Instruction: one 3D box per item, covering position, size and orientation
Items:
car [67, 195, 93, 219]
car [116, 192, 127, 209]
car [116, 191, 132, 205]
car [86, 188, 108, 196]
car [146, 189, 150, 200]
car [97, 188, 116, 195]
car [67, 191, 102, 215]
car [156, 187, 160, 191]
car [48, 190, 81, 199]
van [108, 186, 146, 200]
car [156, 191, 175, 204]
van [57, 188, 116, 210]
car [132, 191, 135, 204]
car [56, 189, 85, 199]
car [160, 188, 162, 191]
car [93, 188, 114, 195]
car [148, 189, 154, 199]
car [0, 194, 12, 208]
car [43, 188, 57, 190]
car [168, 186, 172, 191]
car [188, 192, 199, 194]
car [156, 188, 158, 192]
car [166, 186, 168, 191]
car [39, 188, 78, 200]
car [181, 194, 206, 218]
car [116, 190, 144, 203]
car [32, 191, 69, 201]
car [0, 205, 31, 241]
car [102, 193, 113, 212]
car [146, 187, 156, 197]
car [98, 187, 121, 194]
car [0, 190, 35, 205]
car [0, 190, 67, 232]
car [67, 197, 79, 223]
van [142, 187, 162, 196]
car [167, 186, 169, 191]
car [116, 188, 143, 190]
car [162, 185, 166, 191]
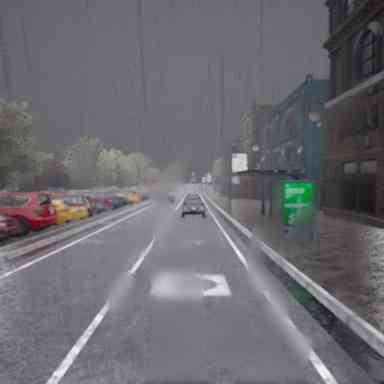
[{"bbox_3d":[-9.751,1.218,22.191,5.366,1.575,1.946,0,1,0],"label":"car"},{"bbox_3d":[-9.477,1.004,33.320,5.008,1.535,2.097,0,1,0],"label":"car"},{"bbox_3d":[-9.442,0.949,36.103,5.008,1.535,2.097,0,1,0],"label":"car"},{"bbox_3d":[-22.141,-0.063,77.946,4.553,1.767,2.185,0,1,0],"label":"car"},{"bbox_3d":[-9.300,0.695,50.017,4.792,1.488,2.163,0,1,0],"label":"car"},{"bbox_3d":[-22.134,-0.243,86.174,4.553,1.767,2.185,0,1,0],"label":"car"},{"bbox_3d":[-9.512,1.045,24.844,4.553,1.767,2.185,0,1,0],"label":"car"},{"bbox_3d":[-9.397,0.367,63.931,5.366,1.575,1.946,0,1,0],"label":"car"},{"bbox_3d":[-22.344,0.487,58.460,4.892,1.521,2.231,0,1,0],"label":"car"},{"bbox_3d":[-9.236,0.499,47.165,4.442,1.987,1.878,0,1,0],"label":"van"},{"bbox_3d":[-3.259,0.877,43.781,1.895,1.301,4.718,0,1,0],"label":"car"},{"bbox_3d":[-9.611,0.833,30.534,4.442,1.987,1.878,0,1,0],"label":"van"},{"bbox_3d":[-9.426,0.934,38.887,4.674,1.452,2.002,0,1,0],"label":"car"},{"bbox_3d":[-22.346,0.301,61.242,4.553,1.767,2.185,0,1,0],"label":"car"},{"bbox_3d":[-9.181,0.312,66.712,4.892,1.521,2.231,0,1,0],"label":"car"},{"bbox_3d":[-22.158,-0.182,83.390,4.553,1.767,2.185,0,1,0],"label":"car"},{"bbox_3d":[-9.285,0.589,55.583,4.674,1.452,2.002,0,1,0],"label":"car"},{"bbox_3d":[-22.556,0.974,36.184,4.792,1.488,2.163,0,1,1],"label":"car"},{"bbox_3d":[-22.377,0.536,50.103,4.553,1.767,2.185,0,1,1],"label":"car"},{"bbox_3d":[-8.813,-0.179,88.970,5.366,1.575,1.946,0,1,0],"label":"car"},{"bbox_3d":[0.181,0.777,43.378,2.128,1.511,4.902,0,1,0],"label":"car"},{"bbox_3d":[-9.241,0.432,61.148,4.892,1.521,2.231,0,1,0],"label":"car"},{"bbox_3d":[-9.048,-0.014,83.408,4.674,1.452,2.002,0,1,0],"label":"car"},{"bbox_3d":[-22.334,0.293,55.671,5.566,2.045,2.435,0,1,0],"label":"car"},{"bbox_3d":[0.123,1.173,26.105,2.033,1.411,5.357,0,1,0],"label":"car"},{"bbox_3d":[-9.215,0.834,41.667,5.366,1.575,1.946,0,1,0],"label":"car"},{"bbox_3d":[-22.390,0.603,52.890,5.008,1.535,2.097,0,1,1],"label":"car"},{"bbox_3d":[-9.634,1.423,13.842,4.674,1.452,2.002,0,1,0],"label":"car"},{"bbox_3d":[-9.525,1.115,27.754,4.892,1.521,2.231,0,1,0],"label":"car"},{"bbox_3d":[-9.227,0.365,58.361,4.553,1.767,2.185,0,1,0],"label":"car"},{"bbox_3d":[-22.107,-0.432,89.081,5.566,2.045,2.435,0,1,0],"label":"car"},{"bbox_3d":[-22.449,0.707,41.751,4.553,1.767,2.185,0,1,0],"label":"car"},{"bbox_3d":[-9.641,1.078,16.619,5.566,2.045,2.435,0,1,0],"label":"car"},{"bbox_3d":[-9.584,1.275,19.407,5.008,1.535,2.097,0,1,0],"label":"car"},{"bbox_3d":[-9.001,-0.095,74.930,4.442,1.987,1.878,0,1,0],"label":"van"},{"bbox_3d":[-9.051,-0.086,86.191,4.792,1.488,2.163,0,1,0],"label":"car"},{"bbox_3d":[-9.345,0.654,44.448,4.553,1.767,2.185,0,1,0],"label":"car"},{"bbox_3d":[-9.112,-0.062,72.272,5.566,2.045,2.435,0,1,0],"label":"car"}]
